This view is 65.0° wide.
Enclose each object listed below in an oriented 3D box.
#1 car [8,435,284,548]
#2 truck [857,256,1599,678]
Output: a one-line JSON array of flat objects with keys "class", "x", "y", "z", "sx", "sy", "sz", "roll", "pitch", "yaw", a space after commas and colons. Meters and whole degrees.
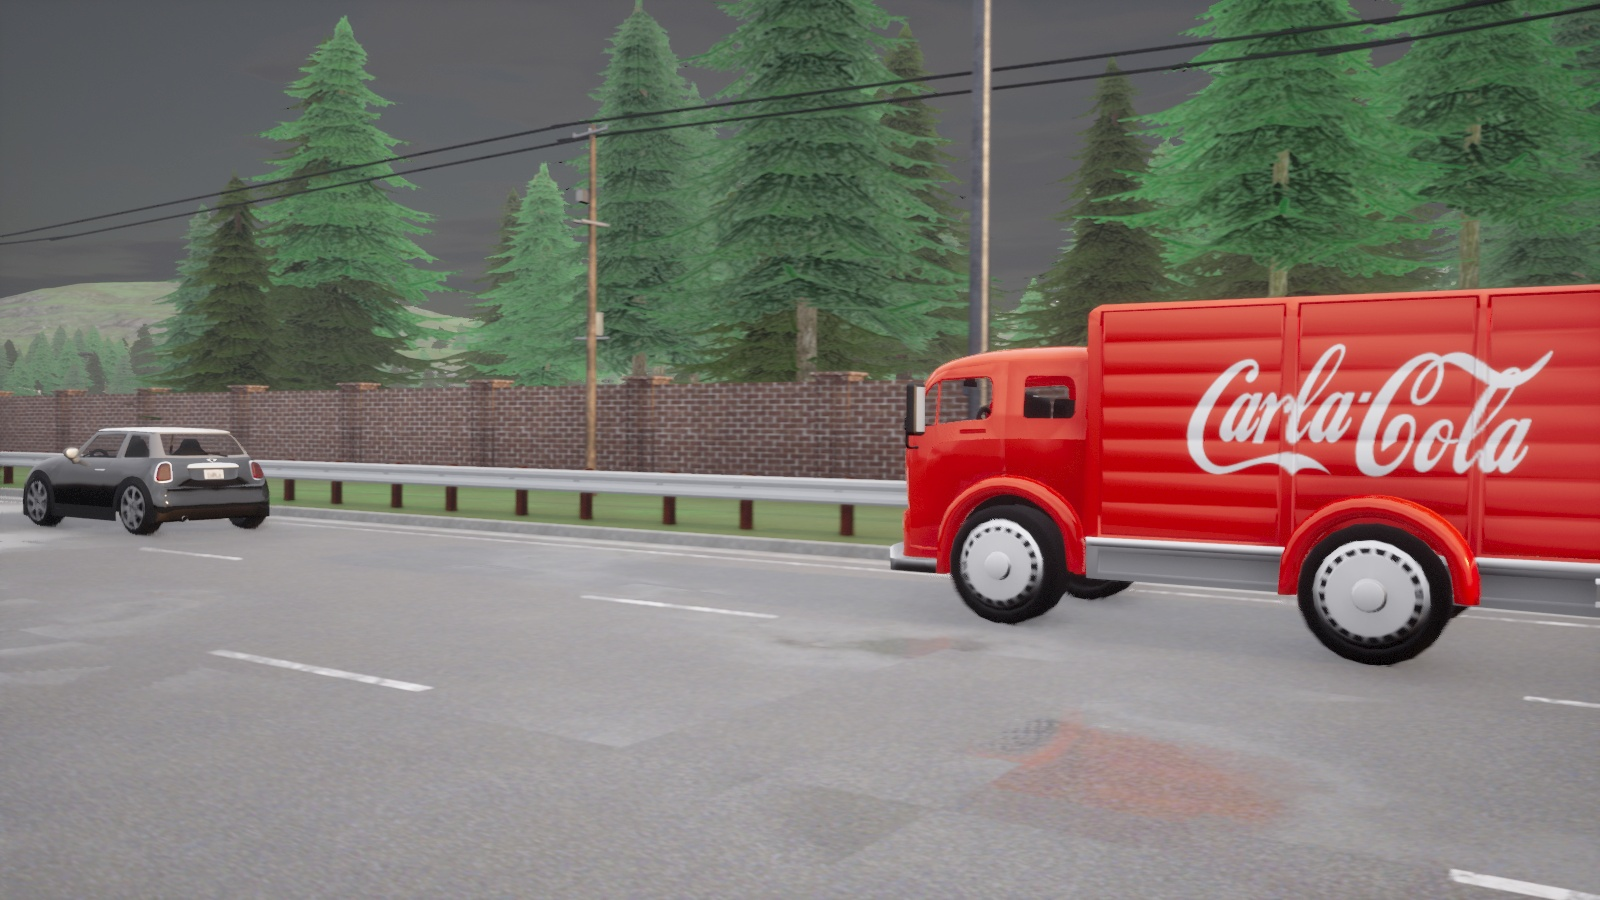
[{"class": "car", "x": -9.618, "y": 0.533, "z": 18.415, "sx": 3.806, "sy": 1.475, "sz": 1.970, "roll": 0, "pitch": 1, "yaw": 34}, {"class": "truck", "x": 3.364, "y": 0.081, "z": 9.782, "sx": 5.204, "sy": 2.467, "sz": 2.627, "roll": 0, "pitch": 1, "yaw": 34}]
